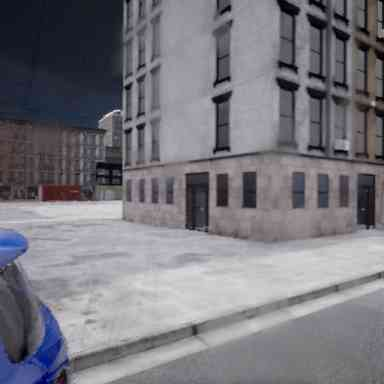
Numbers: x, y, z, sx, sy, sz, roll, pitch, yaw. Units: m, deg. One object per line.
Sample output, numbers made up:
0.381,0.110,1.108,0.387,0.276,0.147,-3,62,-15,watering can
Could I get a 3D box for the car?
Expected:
-3.164,1.216,0.816,5.566,2.045,2.150,0,0,-35,car
